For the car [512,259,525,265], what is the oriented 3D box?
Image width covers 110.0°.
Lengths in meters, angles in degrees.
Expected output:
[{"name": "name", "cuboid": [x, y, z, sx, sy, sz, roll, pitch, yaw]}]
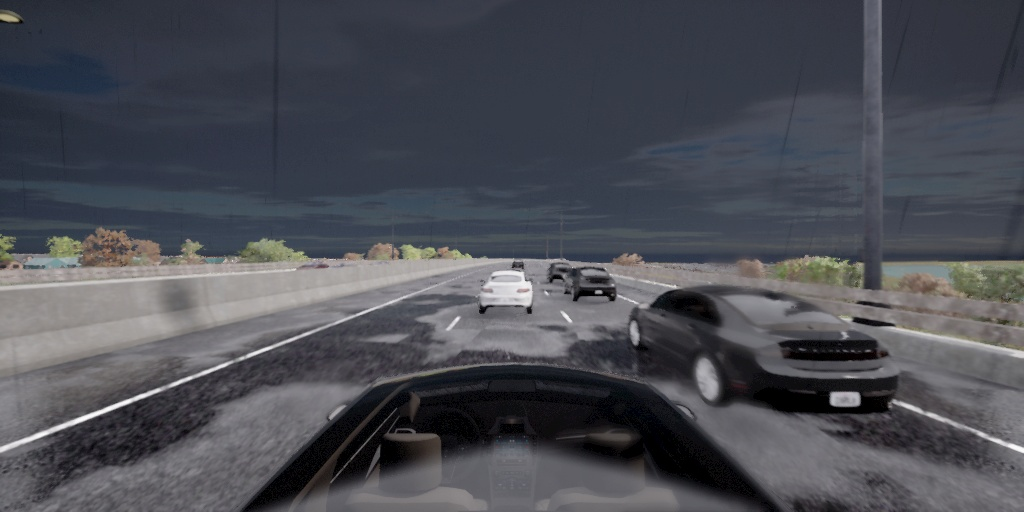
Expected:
[{"name": "car", "cuboid": [0.998, 1.264, 57.719, 1.882, 1.535, 5.008, 0, 0, 2]}]

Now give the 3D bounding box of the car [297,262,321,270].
[{"name": "car", "cuboid": [-20.696, 1.303, 37.693, 1.994, 1.385, 4.181, 0, 0, 1]}]

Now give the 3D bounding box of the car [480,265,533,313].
[{"name": "car", "cuboid": [-0.161, 1.268, 13.856, 1.812, 1.442, 4.674, 0, 0, 2]}]

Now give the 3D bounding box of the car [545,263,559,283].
[{"name": "car", "cuboid": [3.702, 1.251, 28.032, 1.837, 1.490, 4.892, 0, 0, 1]}]

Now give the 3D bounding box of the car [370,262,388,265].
[{"name": "car", "cuboid": [-13.703, 1.307, 37.401, 1.994, 1.385, 4.181, 0, 0, 1]}]

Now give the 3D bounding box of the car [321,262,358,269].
[{"name": "car", "cuboid": [-17.220, 1.341, 36.927, 1.895, 1.301, 4.718, 0, 0, 1]}]

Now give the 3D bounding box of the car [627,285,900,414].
[{"name": "car", "cuboid": [3.503, 1.253, 6.188, 1.837, 1.490, 4.892, 0, 0, 0]}]

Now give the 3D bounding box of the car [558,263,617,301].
[{"name": "car", "cuboid": [3.568, 1.248, 17.110, 1.837, 1.490, 4.892, 0, 0, 1]}]
